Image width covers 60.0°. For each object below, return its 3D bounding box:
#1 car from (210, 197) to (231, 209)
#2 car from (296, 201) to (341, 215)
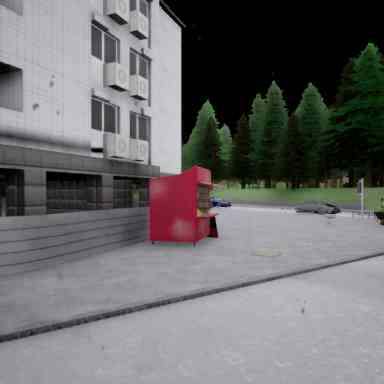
[{"bbox_3d":[3.333,1.477,45.693,1.882,1.535,5.008,0,0,-35],"label":"car"},{"bbox_3d":[12.441,1.564,32.892,1.994,1.385,4.181,0,0,-35],"label":"car"}]
